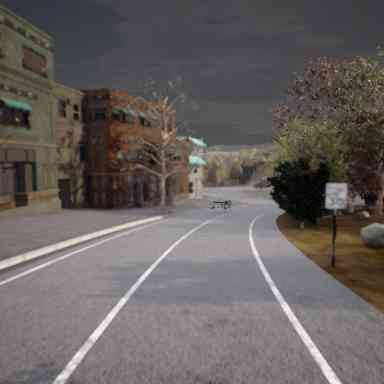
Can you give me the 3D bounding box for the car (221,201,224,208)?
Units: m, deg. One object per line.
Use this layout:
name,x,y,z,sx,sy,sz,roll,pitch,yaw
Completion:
car,3.560,1.397,39.221,2.128,1.511,4.902,2,0,19
